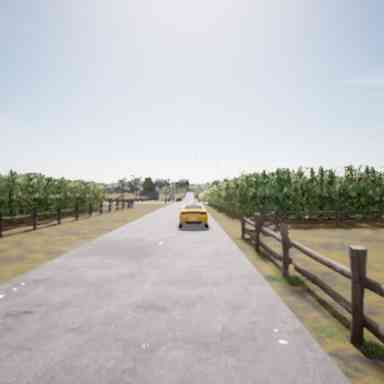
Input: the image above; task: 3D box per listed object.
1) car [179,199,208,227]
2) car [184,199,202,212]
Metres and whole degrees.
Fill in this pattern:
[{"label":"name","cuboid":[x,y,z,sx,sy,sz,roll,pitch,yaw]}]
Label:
[{"label":"car","cuboid":[0.099,1.524,23.277,1.882,1.535,5.008,0,0,0]},{"label":"car","cuboid":[0.095,1.627,42.005,2.128,1.511,4.902,0,0,0]}]
